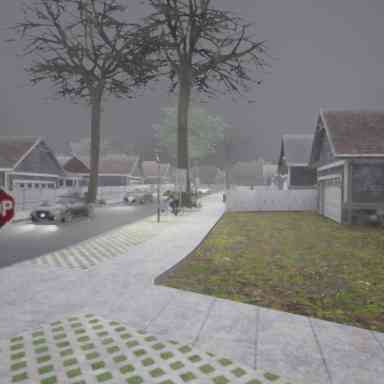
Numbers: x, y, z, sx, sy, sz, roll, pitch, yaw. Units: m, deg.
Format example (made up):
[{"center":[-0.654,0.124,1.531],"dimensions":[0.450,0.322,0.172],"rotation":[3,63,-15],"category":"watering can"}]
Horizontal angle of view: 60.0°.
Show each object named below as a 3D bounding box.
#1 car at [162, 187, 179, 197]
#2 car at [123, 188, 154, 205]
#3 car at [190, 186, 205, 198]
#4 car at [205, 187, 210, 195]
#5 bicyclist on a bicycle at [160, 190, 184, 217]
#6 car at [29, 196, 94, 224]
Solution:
[{"center":[-2.666,-0.036,45.898],"dimensions":[1.994,1.385,4.181],"rotation":[1,2,10],"category":"car"},{"center":[-5.111,0.373,32.323],"dimensions":[2.128,1.511,4.902],"rotation":[1,2,10],"category":"car"},{"center":[0.153,0.047,45.461],"dimensions":[1.895,1.301,4.718],"rotation":[1,2,10],"category":"car"},{"center":[1.837,-0.279,55.324],"dimensions":[1.895,1.301,4.718],"rotation":[1,2,10],"category":"car"},{"center":[-1.295,0.700,20.262],"dimensions":[1.656,1.620,0.582],"rotation":[1,2,10],"category":"bicyclist on a bicycle"},{"center":[-7.436,0.946,19.309],"dimensions":[1.994,1.385,4.181],"rotation":[1,3,10],"category":"car"}]
